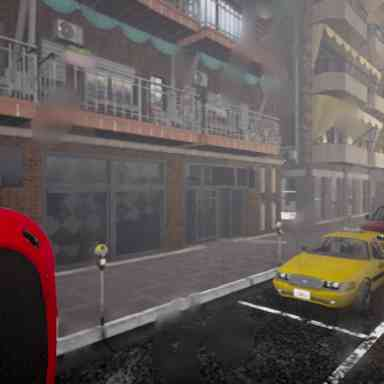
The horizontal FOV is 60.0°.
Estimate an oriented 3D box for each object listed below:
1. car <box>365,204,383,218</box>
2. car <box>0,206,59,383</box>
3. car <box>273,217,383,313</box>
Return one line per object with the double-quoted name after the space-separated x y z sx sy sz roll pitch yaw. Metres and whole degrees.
7.586 1.311 11.872 2.192 1.841 5.009 -1 0 44 "car"
-3.875 0.966 2.336 5.566 2.150 2.045 4 13 -17 "car"
3.650 1.523 7.754 1.752 1.417 4.829 -1 0 44 "car"
